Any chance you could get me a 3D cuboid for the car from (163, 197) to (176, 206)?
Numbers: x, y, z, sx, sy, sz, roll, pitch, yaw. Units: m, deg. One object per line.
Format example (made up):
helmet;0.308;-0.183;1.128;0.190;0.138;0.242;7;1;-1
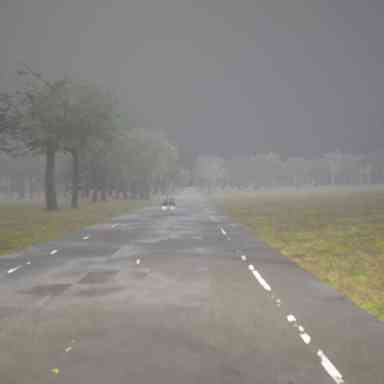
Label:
car;-3.517;1.443;51.907;2.033;1.411;5.357;0;0;0
